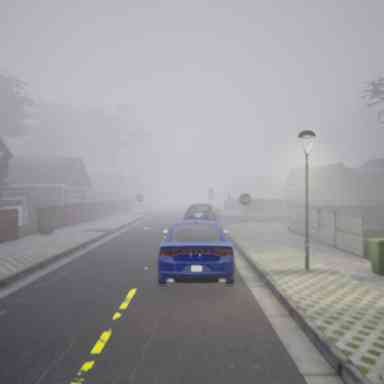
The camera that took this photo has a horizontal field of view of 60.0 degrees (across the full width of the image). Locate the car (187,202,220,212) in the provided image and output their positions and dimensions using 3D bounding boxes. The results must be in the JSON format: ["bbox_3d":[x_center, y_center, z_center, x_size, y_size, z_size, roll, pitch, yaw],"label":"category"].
[{"bbox_3d":[0.806,1.530,22.627,2.097,1.767,4.553,0,-1,11],"label":"car"}]

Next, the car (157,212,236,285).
[{"bbox_3d":[0.104,1.557,9.789,1.882,1.535,5.008,0,-1,0],"label":"car"}]
